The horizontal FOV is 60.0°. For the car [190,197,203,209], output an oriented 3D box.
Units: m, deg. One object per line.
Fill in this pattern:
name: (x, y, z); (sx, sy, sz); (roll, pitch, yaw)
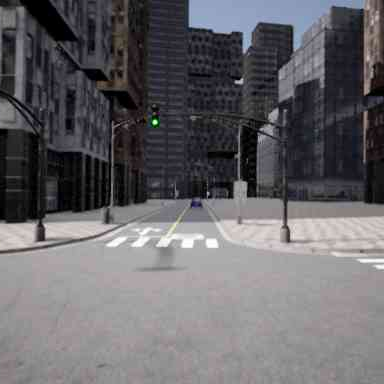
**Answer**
car: (0.715, 1.769, 52.405); (1.882, 1.535, 5.008); (1, 0, 1)

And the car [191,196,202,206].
car: (0.879, 1.702, 62.828); (2.097, 1.767, 4.553); (1, 0, 1)
